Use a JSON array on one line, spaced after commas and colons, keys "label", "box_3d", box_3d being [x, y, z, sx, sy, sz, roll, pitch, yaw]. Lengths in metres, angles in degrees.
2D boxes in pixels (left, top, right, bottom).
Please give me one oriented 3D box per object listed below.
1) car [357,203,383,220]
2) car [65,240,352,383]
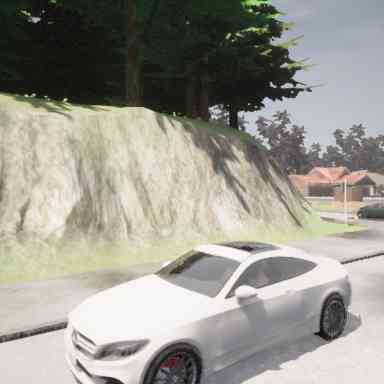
[{"label": "car", "box_3d": [15.190, 1.564, 25.929, 1.994, 1.385, 4.181, 0, 0, -36]}, {"label": "car", "box_3d": [0.577, 1.526, 5.007, 4.674, 1.442, 1.812, 0, 0, -35]}]
